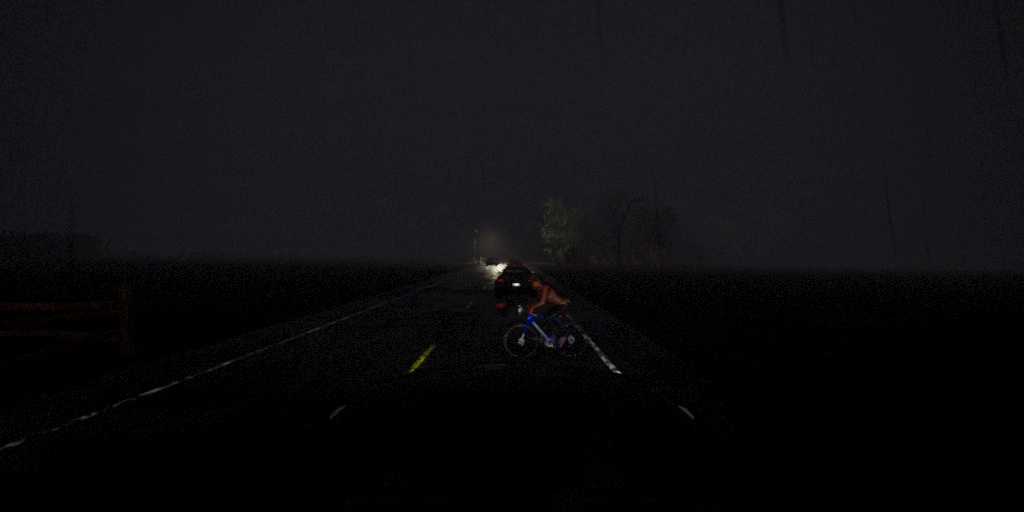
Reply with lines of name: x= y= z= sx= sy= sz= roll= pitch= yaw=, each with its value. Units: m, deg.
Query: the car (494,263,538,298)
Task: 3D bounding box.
car: x=0.206 y=1.219 z=17.768 sx=1.994 sy=1.385 sz=4.181 roll=0 pitch=0 yaw=0

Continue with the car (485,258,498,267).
car: x=-3.185 y=0.968 z=57.744 sx=2.033 sy=1.411 sz=5.357 roll=0 pitch=0 yaw=1

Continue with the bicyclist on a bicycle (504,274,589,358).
bicyclist on a bicycle: x=0.649 y=1.174 z=6.916 sx=1.656 sy=1.620 sz=0.582 roll=-1 pitch=0 yaw=0

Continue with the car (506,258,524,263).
car: x=0.375 y=0.991 z=41.962 sx=1.882 sy=1.535 sz=5.008 roll=0 pitch=0 yaw=0
